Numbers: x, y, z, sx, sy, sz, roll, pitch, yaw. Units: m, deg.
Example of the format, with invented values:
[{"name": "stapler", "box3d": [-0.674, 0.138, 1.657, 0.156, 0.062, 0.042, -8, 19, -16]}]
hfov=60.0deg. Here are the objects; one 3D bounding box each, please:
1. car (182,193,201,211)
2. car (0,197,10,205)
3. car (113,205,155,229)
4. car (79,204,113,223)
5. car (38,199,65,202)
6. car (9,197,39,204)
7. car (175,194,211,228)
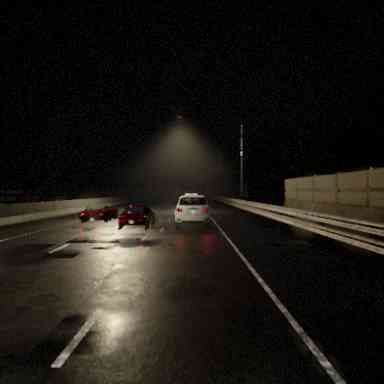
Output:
[{"name": "car", "box3d": [-0.082, 1.206, 41.485, 2.150, 2.045, 5.566, 0, 0, 0]}, {"name": "car", "box3d": [-24.791, 1.473, 44.094, 2.128, 1.511, 4.902, 0, 0, 0]}, {"name": "car", "box3d": [-3.451, 1.520, 21.204, 1.812, 1.442, 4.674, 0, 0, 0]}, {"name": "car", "box3d": [-6.971, 1.595, 25.373, 1.895, 1.301, 4.718, 0, 0, 0]}, {"name": "car", "box3d": [-17.790, 1.583, 43.571, 1.895, 1.301, 4.718, 0, 0, 0]}, {"name": "car", "box3d": [-21.288, 1.486, 43.424, 1.837, 1.490, 4.892, 0, 0, 0]}, {"name": "car", "box3d": [0.046, 1.216, 22.007, 2.150, 2.045, 5.566, 0, 0, 0]}]
